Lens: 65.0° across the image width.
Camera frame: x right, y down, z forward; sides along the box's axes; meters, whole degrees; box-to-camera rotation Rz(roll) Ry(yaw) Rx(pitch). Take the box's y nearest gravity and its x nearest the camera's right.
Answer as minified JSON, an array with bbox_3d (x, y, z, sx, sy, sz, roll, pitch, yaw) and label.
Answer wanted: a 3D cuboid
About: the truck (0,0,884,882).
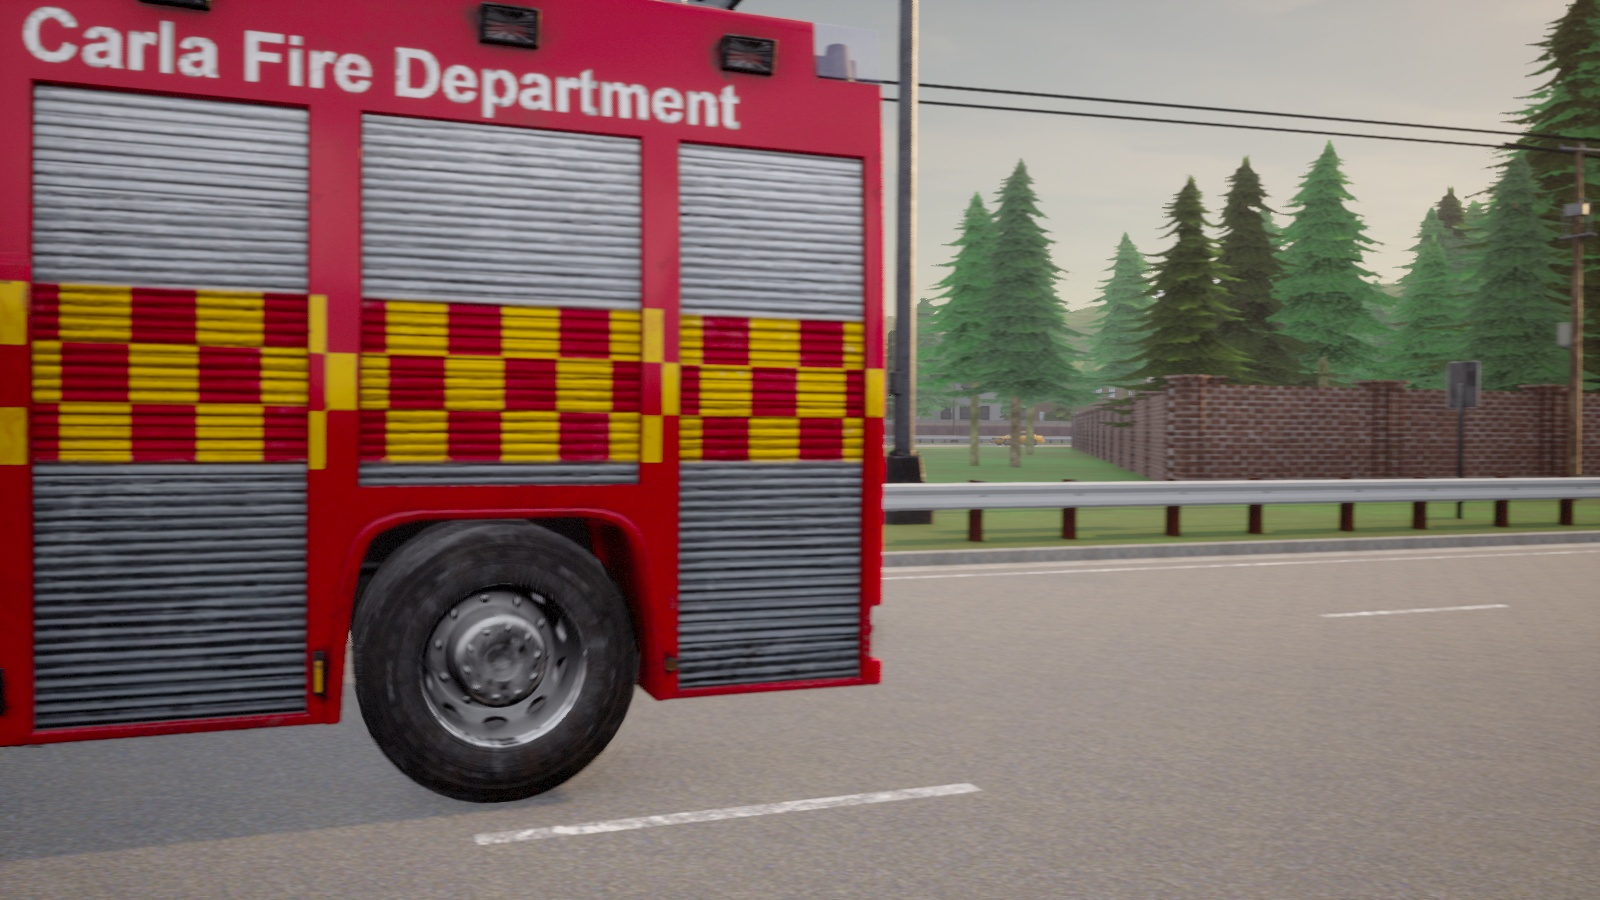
[{"bbox_3d":[-4.119,-0.406,5.404,8.468,3.827,2.891,-1,1,-21],"label":"truck"}]
